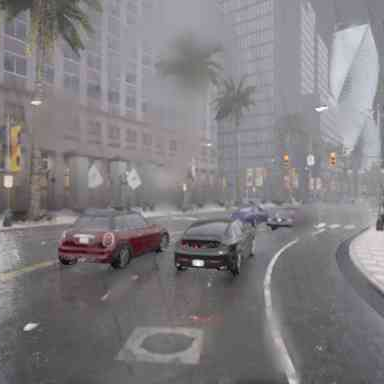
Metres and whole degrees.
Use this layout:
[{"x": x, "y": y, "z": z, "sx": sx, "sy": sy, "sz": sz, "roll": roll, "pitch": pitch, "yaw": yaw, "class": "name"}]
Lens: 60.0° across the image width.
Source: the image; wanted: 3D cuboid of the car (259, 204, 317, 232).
[{"x": 6.590, "y": 1.729, "z": 21.678, "sx": 2.033, "sy": 1.411, "sz": 5.357, "roll": 0, "pitch": -1, "yaw": 35, "class": "car"}]

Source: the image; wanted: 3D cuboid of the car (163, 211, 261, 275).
[{"x": 0.929, "y": 1.599, "z": 10.967, "sx": 1.837, "sy": 1.490, "sz": 4.892, "roll": 0, "pitch": 0, "yaw": 19, "class": "car"}]

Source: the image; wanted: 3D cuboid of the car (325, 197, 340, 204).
[{"x": 35.668, "y": 2.056, "z": 83.726, "sx": 2.097, "sy": 1.767, "sz": 4.553, "roll": 0, "pitch": -1, "yaw": 34, "class": "car"}]

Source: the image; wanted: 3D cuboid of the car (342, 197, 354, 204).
[{"x": 38.577, "y": 2.185, "z": 81.777, "sx": 1.837, "sy": 1.490, "sz": 4.892, "roll": 0, "pitch": -1, "yaw": 34, "class": "car"}]

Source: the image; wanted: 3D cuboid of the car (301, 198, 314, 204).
[{"x": 26.244, "y": 2.143, "z": 75.469, "sx": 2.161, "sy": 1.482, "sz": 4.786, "roll": 0, "pitch": -1, "yaw": 33, "class": "car"}]

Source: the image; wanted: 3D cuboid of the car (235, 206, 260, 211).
[{"x": 4.440, "y": 1.732, "z": 24.764, "sx": 1.812, "sy": 1.442, "sz": 4.674, "roll": 0, "pitch": 0, "yaw": 34, "class": "car"}]

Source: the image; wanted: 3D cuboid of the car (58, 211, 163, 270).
[{"x": -2.491, "y": 1.448, "z": 11.725, "sx": 2.097, "sy": 1.767, "sz": 4.553, "roll": 0, "pitch": -1, "yaw": 18, "class": "car"}]
